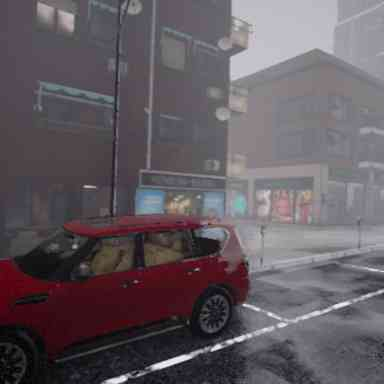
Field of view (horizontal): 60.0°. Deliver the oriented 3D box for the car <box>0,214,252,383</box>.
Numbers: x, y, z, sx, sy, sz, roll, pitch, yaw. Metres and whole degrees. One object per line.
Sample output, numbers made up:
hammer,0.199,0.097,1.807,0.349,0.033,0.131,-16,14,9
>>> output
car,-1.268,1.336,5.160,5.009,1.841,2.192,1,1,-35
